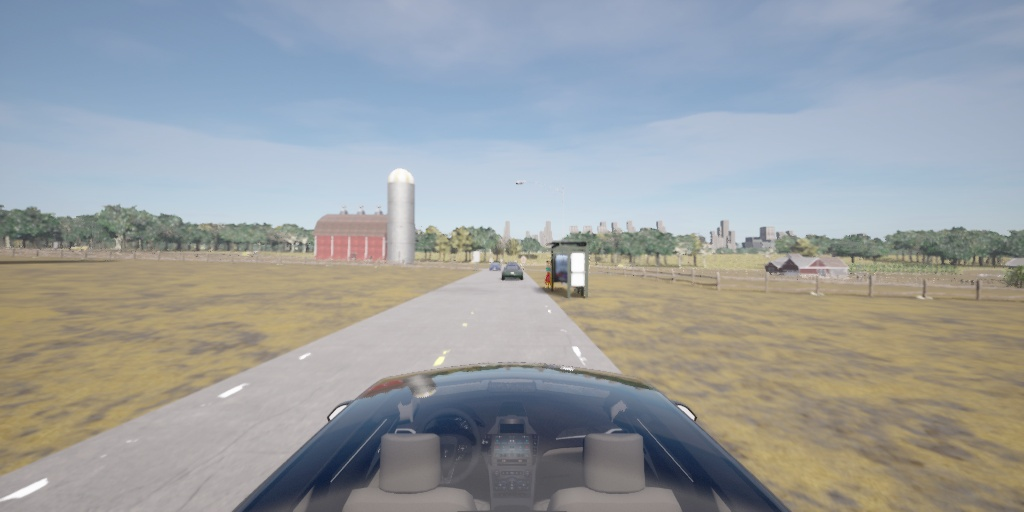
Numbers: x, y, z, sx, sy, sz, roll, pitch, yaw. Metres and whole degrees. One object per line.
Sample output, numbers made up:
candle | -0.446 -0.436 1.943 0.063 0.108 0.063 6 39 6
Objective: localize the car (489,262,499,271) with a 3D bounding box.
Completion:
car | -2.756 1.712 59.395 2.033 1.411 5.357 0 -1 0

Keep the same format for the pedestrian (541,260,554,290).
pedestrian | 2.116 1.105 21.148 0.375 1.860 0.375 0 0 -15

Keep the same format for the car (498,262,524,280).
car | 0.050 1.448 33.092 1.994 1.385 4.181 0 0 0

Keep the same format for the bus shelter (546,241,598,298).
bus shelter | 3.123 0.667 19.383 1.920 2.740 3.880 0 0 0
